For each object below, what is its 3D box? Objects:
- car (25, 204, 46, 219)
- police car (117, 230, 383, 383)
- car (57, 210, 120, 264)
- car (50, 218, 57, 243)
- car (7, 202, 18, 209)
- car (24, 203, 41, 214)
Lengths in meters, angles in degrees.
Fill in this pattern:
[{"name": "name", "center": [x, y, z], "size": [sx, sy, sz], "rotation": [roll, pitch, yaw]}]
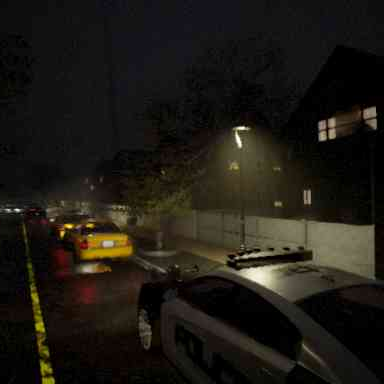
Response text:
[{"name": "car", "center": [-17.305, 2.126, 36.956], "size": [2.128, 1.511, 4.902], "rotation": [0, -1, -27]}, {"name": "police car", "center": [0.818, 1.481, 3.886], "size": [1.930, 1.638, 5.238], "rotation": [0, -1, -28]}, {"name": "car", "center": [-3.840, 1.669, 12.826], "size": [1.801, 1.575, 5.366], "rotation": [0, -1, -28]}, {"name": "car", "center": [-6.611, 1.763, 18.147], "size": [1.801, 1.575, 5.366], "rotation": [0, -1, -28]}, {"name": "car", "center": [-35.812, 2.743, 66.460], "size": [1.895, 1.301, 4.718], "rotation": [0, -1, -28]}, {"name": "car", "center": [-22.955, 2.364, 47.732], "size": [2.033, 1.411, 5.357], "rotation": [0, -1, -28]}]
